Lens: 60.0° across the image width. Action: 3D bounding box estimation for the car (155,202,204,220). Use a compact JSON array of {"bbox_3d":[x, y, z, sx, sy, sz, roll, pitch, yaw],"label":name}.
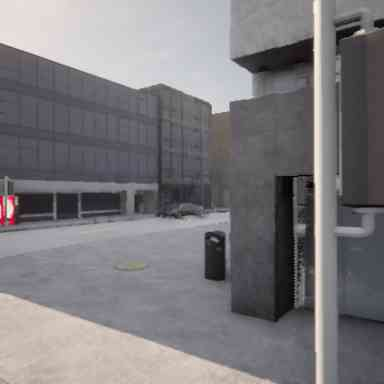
[{"bbox_3d":[-0.969,1.653,30.122,2.033,1.411,5.357,0,0,35],"label":"car"}]
